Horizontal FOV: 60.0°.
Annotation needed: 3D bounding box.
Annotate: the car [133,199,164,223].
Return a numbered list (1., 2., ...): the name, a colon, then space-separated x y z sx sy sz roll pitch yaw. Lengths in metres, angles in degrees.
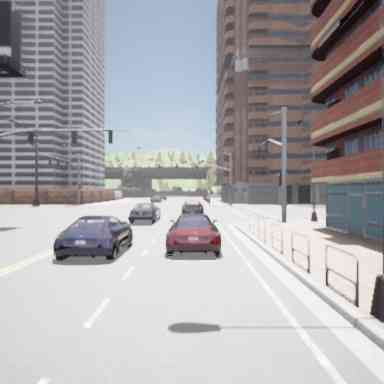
1. car: -3.461 1.505 25.073 2.033 1.411 5.357 0 0 1

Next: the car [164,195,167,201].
1. car: -7.010 1.356 79.328 1.837 1.490 4.892 0 0 0

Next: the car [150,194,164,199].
1. car: -7.023 1.417 64.296 1.812 1.442 4.674 0 0 0

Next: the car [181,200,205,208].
1. car: 0.065 1.444 28.806 2.128 1.511 4.902 0 0 0

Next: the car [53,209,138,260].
1. car: -3.441 1.541 12.298 1.994 1.385 4.181 0 0 0

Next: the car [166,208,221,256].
1. car: 0.062 1.541 13.103 1.994 1.385 4.181 0 0 0
